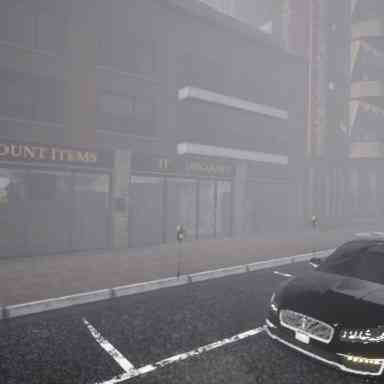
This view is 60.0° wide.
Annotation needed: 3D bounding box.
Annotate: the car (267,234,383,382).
[{"bbox_3d":[3.307,1.508,5.433,4.892,1.490,1.837,0,0,-36],"label":"car"}]
